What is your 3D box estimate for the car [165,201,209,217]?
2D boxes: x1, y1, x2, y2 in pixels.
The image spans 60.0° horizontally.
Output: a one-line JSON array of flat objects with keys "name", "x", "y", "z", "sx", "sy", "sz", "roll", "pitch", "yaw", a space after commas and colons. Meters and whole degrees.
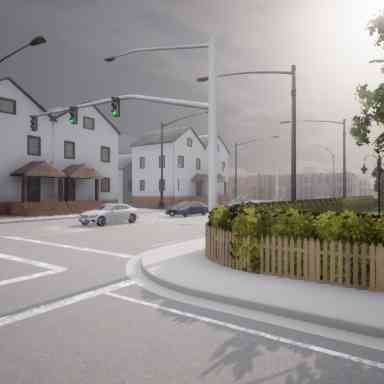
[{"name": "car", "x": -0.240, "y": 1.547, "z": 31.421, "sx": 2.033, "sy": 1.411, "sz": 5.357, "roll": 0, "pitch": 0, "yaw": 35}]

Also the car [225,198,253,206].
[{"name": "car", "x": 5.638, "y": 1.491, "z": 39.910, "sx": 2.128, "sy": 1.511, "sz": 4.902, "roll": 0, "pitch": 0, "yaw": 35}]

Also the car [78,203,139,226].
[{"name": "car", "x": -5.729, "y": 1.526, "z": 23.473, "sx": 1.812, "sy": 1.442, "sz": 4.674, "roll": 0, "pitch": 0, "yaw": 35}]
